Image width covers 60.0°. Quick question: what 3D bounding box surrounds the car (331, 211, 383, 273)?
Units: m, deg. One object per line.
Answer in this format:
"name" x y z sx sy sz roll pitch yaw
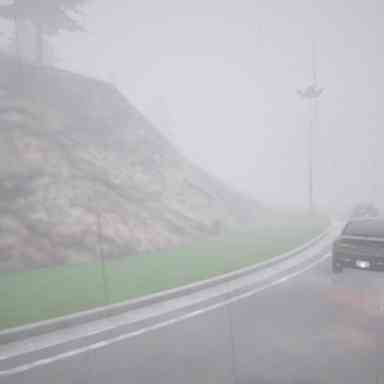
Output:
"car" 5.683 1.556 10.225 1.837 1.490 4.892 0 0 36

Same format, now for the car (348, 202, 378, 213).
"car" 14.953 1.652 29.179 1.837 1.490 4.892 0 0 18
